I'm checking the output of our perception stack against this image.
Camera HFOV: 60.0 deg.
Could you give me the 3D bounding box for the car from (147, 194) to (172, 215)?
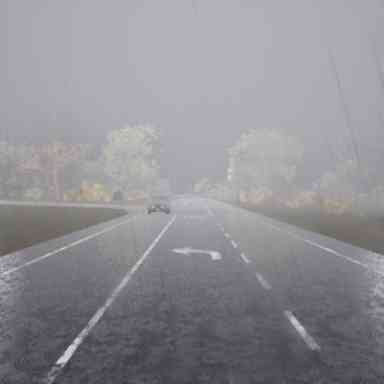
[{"bbox_3d":[-3.291,1.242,34.767,2.150,2.045,5.566,0,2,0],"label":"car"}]
